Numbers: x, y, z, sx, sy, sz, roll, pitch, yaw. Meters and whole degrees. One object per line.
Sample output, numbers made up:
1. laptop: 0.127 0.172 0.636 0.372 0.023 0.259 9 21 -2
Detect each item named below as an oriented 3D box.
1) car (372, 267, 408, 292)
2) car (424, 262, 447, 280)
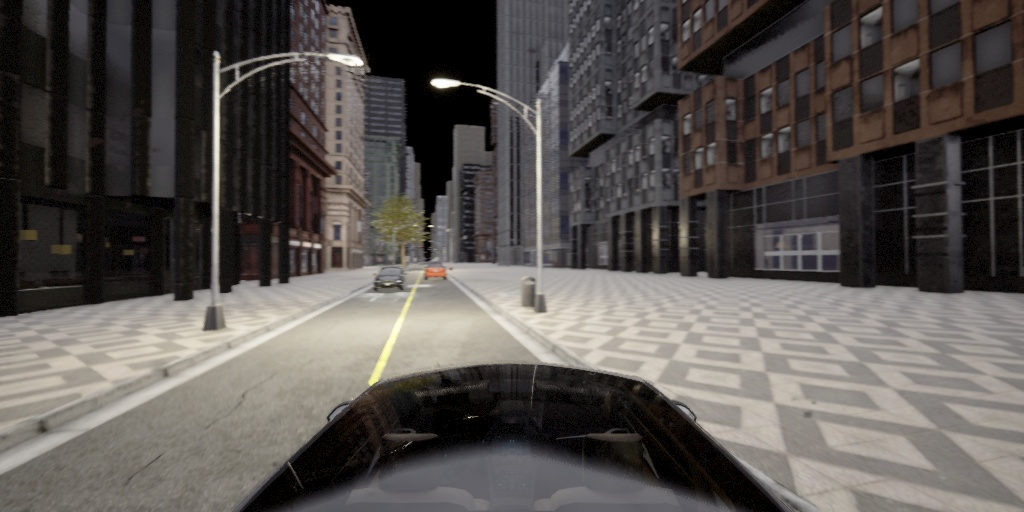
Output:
1. car: -8.019 1.480 23.875 1.837 1.490 4.892 0 -1 -13
2. car: -7.744 1.442 36.269 2.097 1.767 4.553 0 -1 -13
